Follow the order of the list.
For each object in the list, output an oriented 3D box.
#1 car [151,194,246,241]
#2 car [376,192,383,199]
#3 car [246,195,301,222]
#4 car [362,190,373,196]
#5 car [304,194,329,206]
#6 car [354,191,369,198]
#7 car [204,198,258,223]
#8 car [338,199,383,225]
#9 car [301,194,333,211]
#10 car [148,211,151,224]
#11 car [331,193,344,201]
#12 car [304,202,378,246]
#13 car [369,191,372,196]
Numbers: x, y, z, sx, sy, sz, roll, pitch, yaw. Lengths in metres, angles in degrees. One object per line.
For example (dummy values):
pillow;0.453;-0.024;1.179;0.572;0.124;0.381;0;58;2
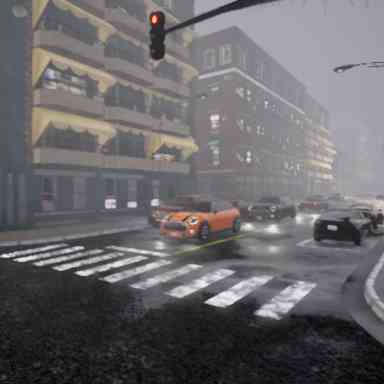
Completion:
car;0.502;1.165;15.840;2.097;1.767;4.553;0;1;35
car;30.986;0.724;53.626;1.895;1.301;4.718;0;1;35
car;5.580;1.037;23.063;2.097;1.767;4.553;0;1;35
car;41.341;0.313;78.400;1.802;1.307;4.206;1;2;35
car;15.708;0.937;41.946;1.947;1.339;4.313;1;2;35
car;34.933;0.435;69.286;1.887;1.381;4.507;1;2;35
car;2.890;1.238;23.720;1.887;1.381;4.507;1;2;35
car;9.722;1.298;18.867;1.802;1.307;4.206;1;1;35
car;11.544;1.137;31.533;1.895;1.301;4.718;0;1;35
car;-0.312;1.089;19.158;2.192;1.841;5.009;1;2;35
car;22.116;0.777;51.060;1.947;1.339;4.313;1;2;35
car;6.518;1.363;14.311;1.947;1.339;4.313;1;1;35
car;38.137;0.393;73.843;1.802;1.307;4.206;1;2;35
